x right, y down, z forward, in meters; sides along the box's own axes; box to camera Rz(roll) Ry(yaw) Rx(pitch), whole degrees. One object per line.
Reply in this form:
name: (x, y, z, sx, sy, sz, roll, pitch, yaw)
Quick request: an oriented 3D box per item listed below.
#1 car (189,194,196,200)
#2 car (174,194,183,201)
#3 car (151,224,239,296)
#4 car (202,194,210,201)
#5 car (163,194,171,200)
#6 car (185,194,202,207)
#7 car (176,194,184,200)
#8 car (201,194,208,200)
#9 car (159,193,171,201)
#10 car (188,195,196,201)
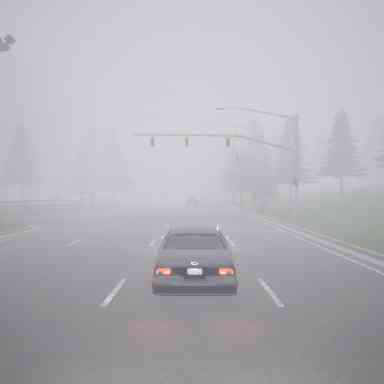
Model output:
car: (0.045, 1.310, 93.892, 1.882, 1.535, 5.008, 0, 0, 0)
car: (-3.460, 1.517, 83.890, 1.812, 1.442, 4.674, 0, 0, 0)
car: (0.070, 1.547, 8.790, 2.033, 1.411, 5.357, 0, 0, 0)
car: (3.540, 1.492, 83.470, 1.837, 1.490, 4.892, 0, 0, 0)
car: (-6.955, 1.385, 93.895, 1.994, 1.385, 4.181, 0, 0, 0)
car: (0.023, 1.352, 52.829, 2.097, 1.767, 4.553, 0, 0, 0)
car: (-3.455, 1.358, 93.893, 2.128, 1.511, 4.902, 0, 0, 0)
car: (3.545, 1.310, 93.890, 1.882, 1.535, 5.008, 0, 0, 0)
car: (-6.960, 1.217, 83.505, 2.150, 2.045, 5.566, 0, 0, 0)
car: (0.040, 1.531, 83.472, 2.033, 1.411, 5.357, 0, 0, 0)
